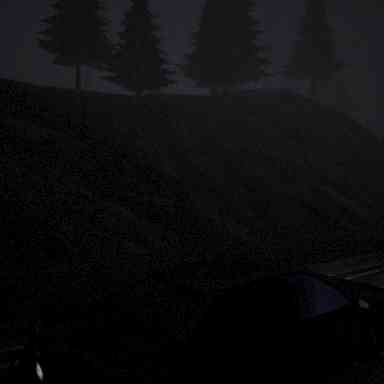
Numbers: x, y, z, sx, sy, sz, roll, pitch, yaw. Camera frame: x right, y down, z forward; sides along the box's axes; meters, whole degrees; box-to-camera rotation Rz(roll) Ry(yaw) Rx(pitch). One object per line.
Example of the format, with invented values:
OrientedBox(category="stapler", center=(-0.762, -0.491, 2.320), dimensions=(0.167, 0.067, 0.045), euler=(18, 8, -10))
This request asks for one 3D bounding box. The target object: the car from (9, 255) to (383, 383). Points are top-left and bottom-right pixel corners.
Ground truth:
OrientedBox(category="car", center=(0.747, 1.583, 4.282), dimensions=(5.357, 1.411, 2.033), euler=(1, 0, -36))
